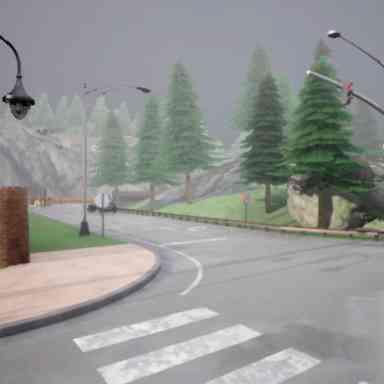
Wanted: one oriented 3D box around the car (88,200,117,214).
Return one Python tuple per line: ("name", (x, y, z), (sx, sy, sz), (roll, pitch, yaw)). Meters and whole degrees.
("car", (-9.560, 1.502, 35.475), (2.128, 1.511, 4.902), (0, 0, -34))
